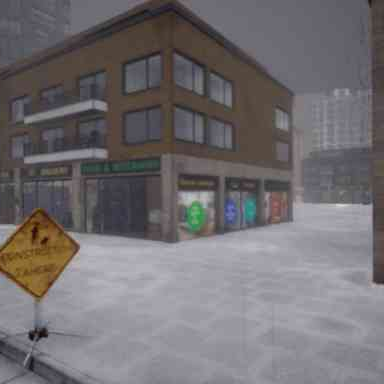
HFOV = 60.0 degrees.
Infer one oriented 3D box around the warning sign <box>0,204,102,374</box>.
[{"bbox_3d":[-2.113,1.120,4.574,1.060,1.860,1.300,0,0,36],"label":"warning sign"}]
